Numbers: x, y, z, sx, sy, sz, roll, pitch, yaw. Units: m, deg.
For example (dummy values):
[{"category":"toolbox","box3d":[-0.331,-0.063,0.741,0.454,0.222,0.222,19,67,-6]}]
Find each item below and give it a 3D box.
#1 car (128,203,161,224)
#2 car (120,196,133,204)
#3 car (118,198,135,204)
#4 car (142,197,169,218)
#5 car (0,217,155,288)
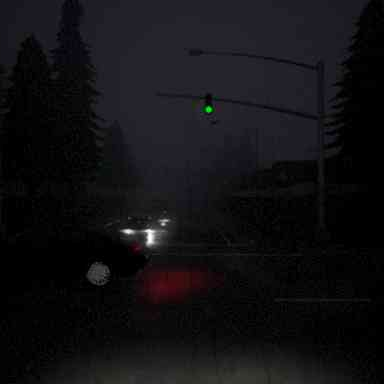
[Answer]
[{"category":"car","box3d":[-3.579,1.778,24.618,1.812,1.442,4.674,0,-1,0]},{"category":"car","box3d":[-16.775,1.881,78.947,3.866,1.878,1.905,0,-1,-1]},{"category":"car","box3d":[-16.184,2.198,82.272,3.806,1.475,1.970,0,-1,-1]},{"category":"car","box3d":[-3.592,1.581,35.213,2.150,2.045,5.566,0,-1,-1]},{"category":"car","box3d":[-3.682,1.567,8.959,5.008,1.535,1.882,0,-1,0]}]
